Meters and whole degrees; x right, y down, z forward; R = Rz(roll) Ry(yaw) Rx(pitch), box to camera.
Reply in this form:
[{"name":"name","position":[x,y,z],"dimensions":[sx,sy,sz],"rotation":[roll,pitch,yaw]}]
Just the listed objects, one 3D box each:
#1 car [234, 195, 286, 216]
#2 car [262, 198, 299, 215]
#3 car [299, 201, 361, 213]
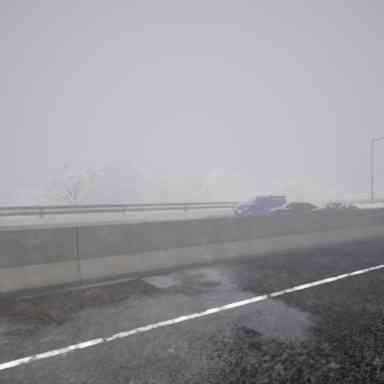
[{"name":"car","position":[6.307,1.312,29.670],"dimensions":[5.566,2.045,2.150],"rotation":[0,0,-35]},{"name":"car","position":[8.328,1.501,26.813],"dimensions":[5.008,1.535,1.882],"rotation":[0,0,-35]},{"name":"car","position":[10.323,1.506,23.937],"dimensions":[4.902,1.511,2.128],"rotation":[0,0,-35]}]
